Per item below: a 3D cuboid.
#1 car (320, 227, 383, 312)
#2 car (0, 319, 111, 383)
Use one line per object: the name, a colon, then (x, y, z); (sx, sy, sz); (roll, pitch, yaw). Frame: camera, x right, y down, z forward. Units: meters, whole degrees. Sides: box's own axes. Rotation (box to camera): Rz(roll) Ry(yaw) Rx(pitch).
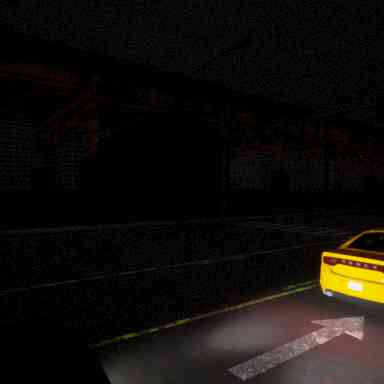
car: (4.840, 1.478, 7.180); (5.008, 1.535, 1.882); (0, 0, -35)
car: (-2.773, 1.601, 1.774); (4.718, 1.301, 1.895); (0, 0, -35)
